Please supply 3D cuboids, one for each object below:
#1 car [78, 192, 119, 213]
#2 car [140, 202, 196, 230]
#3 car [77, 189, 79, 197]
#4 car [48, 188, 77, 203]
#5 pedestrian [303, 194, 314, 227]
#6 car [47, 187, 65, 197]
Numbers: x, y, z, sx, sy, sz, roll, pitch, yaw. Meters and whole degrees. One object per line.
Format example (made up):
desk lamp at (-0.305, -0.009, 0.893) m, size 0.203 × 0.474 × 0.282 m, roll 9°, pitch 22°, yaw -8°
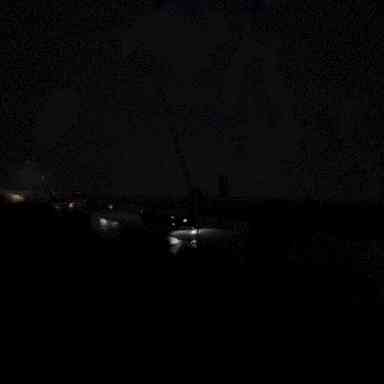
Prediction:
car at (-8.043, 0.901, 29.359) m, size 2.128 × 1.511 × 4.902 m, roll -3°, pitch 3°, yaw -34°
car at (-1.453, 1.299, 19.612) m, size 1.994 × 1.385 × 4.181 m, roll -2°, pitch 3°, yaw -33°
car at (-17.879, 0.243, 49.206) m, size 1.837 × 1.490 × 4.892 m, roll -3°, pitch 3°, yaw -34°
car at (-16.343, 0.545, 41.721) m, size 1.812 × 1.442 × 4.674 m, roll -3°, pitch 3°, yaw -34°
pedestrian at (6.466, 1.018, 18.520) m, size 0.375 × 1.860 × 0.375 m, roll 0°, pitch 0°, yaw -34°
car at (-23.566, 0.005, 57.632) m, size 1.837 × 1.490 × 4.892 m, roll -3°, pitch 3°, yaw -34°
